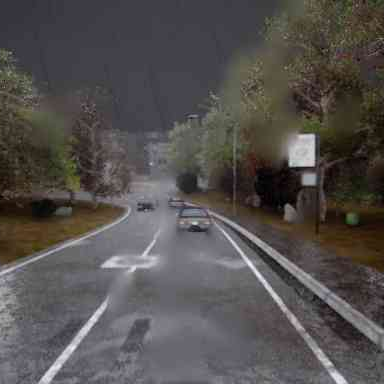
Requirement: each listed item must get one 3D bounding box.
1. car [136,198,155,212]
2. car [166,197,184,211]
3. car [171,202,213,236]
[{"bbox_3d":[-5.208,1.440,37.152,2.033,1.411,5.357,-1,1,-9],"label":"car"},{"bbox_3d":[-1.921,1.276,38.569,2.128,1.511,4.902,-1,2,-9],"label":"car"},{"bbox_3d":[0.068,1.513,18.136,2.033,1.411,5.357,0,0,-1],"label":"car"}]
